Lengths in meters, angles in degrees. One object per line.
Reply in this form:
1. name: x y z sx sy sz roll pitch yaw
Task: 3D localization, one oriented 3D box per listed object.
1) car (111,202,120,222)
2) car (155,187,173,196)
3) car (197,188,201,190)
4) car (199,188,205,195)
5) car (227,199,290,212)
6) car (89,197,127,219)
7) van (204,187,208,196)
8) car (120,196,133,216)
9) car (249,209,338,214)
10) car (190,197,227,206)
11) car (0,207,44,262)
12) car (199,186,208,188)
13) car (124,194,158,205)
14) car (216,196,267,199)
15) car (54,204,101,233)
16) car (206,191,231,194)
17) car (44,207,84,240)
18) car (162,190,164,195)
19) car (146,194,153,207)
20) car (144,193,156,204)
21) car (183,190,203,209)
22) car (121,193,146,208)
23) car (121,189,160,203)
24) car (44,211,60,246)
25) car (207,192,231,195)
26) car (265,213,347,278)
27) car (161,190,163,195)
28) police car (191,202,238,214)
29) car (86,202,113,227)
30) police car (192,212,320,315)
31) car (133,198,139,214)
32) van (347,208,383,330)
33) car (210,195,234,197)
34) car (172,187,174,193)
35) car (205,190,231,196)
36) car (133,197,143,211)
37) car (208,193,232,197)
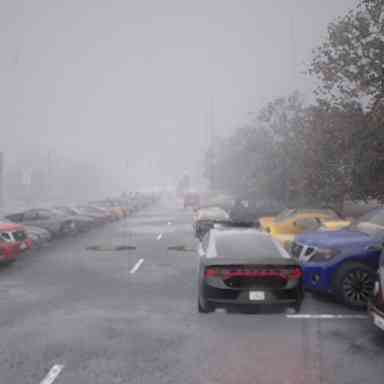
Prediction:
1. car: -8.015 1.681 24.257 4.674 1.452 2.002 0 0 0
2. car: -8.274 0.187 90.284 4.792 1.488 2.163 0 3 0
3. car: 0.055 0.779 57.754 2.097 1.767 4.553 0 2 0
4. car: 4.829 0.285 87.636 5.008 1.535 2.097 0 3 0
5. car: 4.879 1.627 27.205 5.366 1.575 1.946 0 0 0
6. car: -7.984 1.505 27.044 4.553 1.767 2.185 0 0 0
7. van: 4.969 0.571 60.531 4.442 1.987 1.878 -1 2 0
8. car: -7.982 1.486 29.824 4.553 1.767 2.185 0 0 0
9. car: 5.046 1.605 13.259 5.008 1.535 2.097 0 0 0
10. car: 1.071 1.512 23.839 2.097 1.767 4.553 0 0 0
11. car: -8.003 1.326 10.325 5.566 2.045 2.435 0 -1 0
12. car: 4.866 0.027 90.399 4.553 1.767 2.185 0 3 0
13. car: -7.997 1.126 52.127 5.008 1.535 2.097 0 2 0
14. car: 5.066 1.546 35.439 4.892 1.521 2.231 0 1 0
15. car: -8.028 1.638 18.679 5.008 1.535 2.097 0 0 0
16. car: 5.093 1.054 55.088 4.674 1.452 2.002 0 2 0
17. car: -8.055 1.655 15.891 4.792 1.488 2.163 0 0 0
18. car: -8.014 0.827 60.471 4.792 1.488 2.163 0 2 0
19. car: -8.029 1.413 43.769 4.792 1.488 2.163 0 1 0
20. car: -8.004 1.309 46.546 4.892 1.521 2.231 0 2 0
21. car: 0.053 1.114 44.051 2.150 2.045 5.566 0 1 1
22. car: -8.036 1.374 38.185 4.553 1.767 2.185 0 1 0
23. car: -7.966 0.970 49.326 5.566 2.045 2.435 0 2 0
24. car: -8.031 1.644 13.106 4.674 1.452 2.002 0 -1 0
25. car: 5.271 1.217 49.385 5.366 1.575 1.946 0 2 0
26. car: 5.234 1.575 10.351 5.366 1.575 1.946 0 -1 0
27. car: -7.958 0.939 57.689 4.792 1.488 2.163 0 2 0
28. police car: 1.066 1.581 17.982 1.930 1.638 5.238 0 0 0
29. car: -8.027 1.644 21.468 5.008 1.535 2.097 0 0 0
30. police car: 1.057 1.501 7.984 1.930 1.638 5.238 0 -1 0
31. car: -7.981 1.612 32.613 4.792 1.488 2.163 0 1 0
32. van: 4.927 1.300 4.783 4.442 1.987 1.878 0 -1 0
33. car: 5.072 1.442 41.146 5.008 1.535 2.097 0 1 0
34. car: -8.239 0.025 93.055 5.008 1.535 2.097 0 3 0
35. car: 5.096 0.942 57.870 4.674 1.452 2.002 0 2 0
36. car: -8.037 1.575 35.400 4.792 1.488 2.163 0 1 0
37. car: 5.268 1.303 46.591 5.366 1.575 1.946 0 2 0
